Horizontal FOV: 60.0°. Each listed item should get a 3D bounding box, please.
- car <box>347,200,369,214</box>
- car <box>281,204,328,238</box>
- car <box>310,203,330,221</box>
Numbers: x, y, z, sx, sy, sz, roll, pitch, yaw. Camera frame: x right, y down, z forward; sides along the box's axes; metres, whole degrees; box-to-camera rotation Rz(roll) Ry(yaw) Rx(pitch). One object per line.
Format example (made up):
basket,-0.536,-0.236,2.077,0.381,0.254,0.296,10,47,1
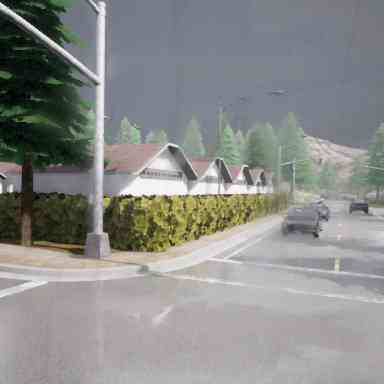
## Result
car,19.148,1.658,38.308,1.837,1.490,4.892,1,0,23
car,6.376,1.620,18.925,2.033,1.411,5.357,1,0,24
car,10.485,1.644,27.951,1.994,1.385,4.181,1,0,25
